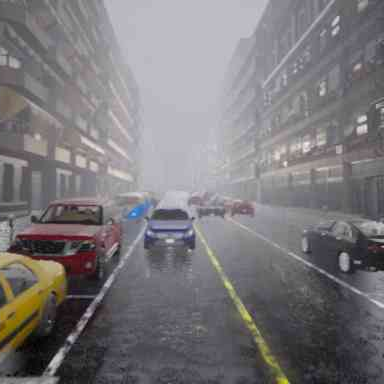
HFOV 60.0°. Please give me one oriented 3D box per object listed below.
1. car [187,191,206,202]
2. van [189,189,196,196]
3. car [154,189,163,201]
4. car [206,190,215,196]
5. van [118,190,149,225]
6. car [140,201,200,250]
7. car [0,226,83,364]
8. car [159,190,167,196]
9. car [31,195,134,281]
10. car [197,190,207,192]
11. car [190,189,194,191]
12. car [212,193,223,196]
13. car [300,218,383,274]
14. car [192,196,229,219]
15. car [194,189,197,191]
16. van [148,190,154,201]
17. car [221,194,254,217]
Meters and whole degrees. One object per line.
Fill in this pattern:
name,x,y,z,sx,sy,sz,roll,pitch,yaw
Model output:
car,0.367,0.928,40.520,1.812,1.442,4.674,1,1,-3
van,0.142,0.163,87.180,1.690,1.788,3.998,2,1,-3
car,-4.795,0.708,37.089,2.192,1.841,5.009,2,1,-3
car,3.078,0.916,37.490,1.967,1.590,4.097,2,1,-3
van,-3.830,0.980,20.527,1.690,1.788,3.998,2,1,-3
car,-0.867,1.308,13.289,1.812,1.442,4.674,1,1,-3
car,-2.863,1.432,3.799,1.752,1.417,4.829,2,1,-3
car,-8.024,0.258,92.301,1.802,1.307,4.206,2,1,-3
car,-3.186,1.129,9.488,2.192,1.841,5.009,2,1,-3
car,2.397,0.632,48.528,2.192,1.841,5.009,2,1,-3
car,1.101,0.604,70.618,1.802,1.307,4.206,2,1,-3
car,3.389,1.101,31.969,1.887,1.381,4.507,2,1,-3
car,4.674,1.447,9.887,2.008,1.369,4.403,2,1,-3
car,1.271,1.235,24.848,1.895,1.301,4.718,1,1,-3
car,1.749,0.606,59.573,1.967,1.590,4.097,2,1,-3
van,-4.153,0.897,26.049,1.690,1.788,3.998,2,1,-3
car,3.710,1.183,26.449,1.887,1.381,4.507,2,1,-3
